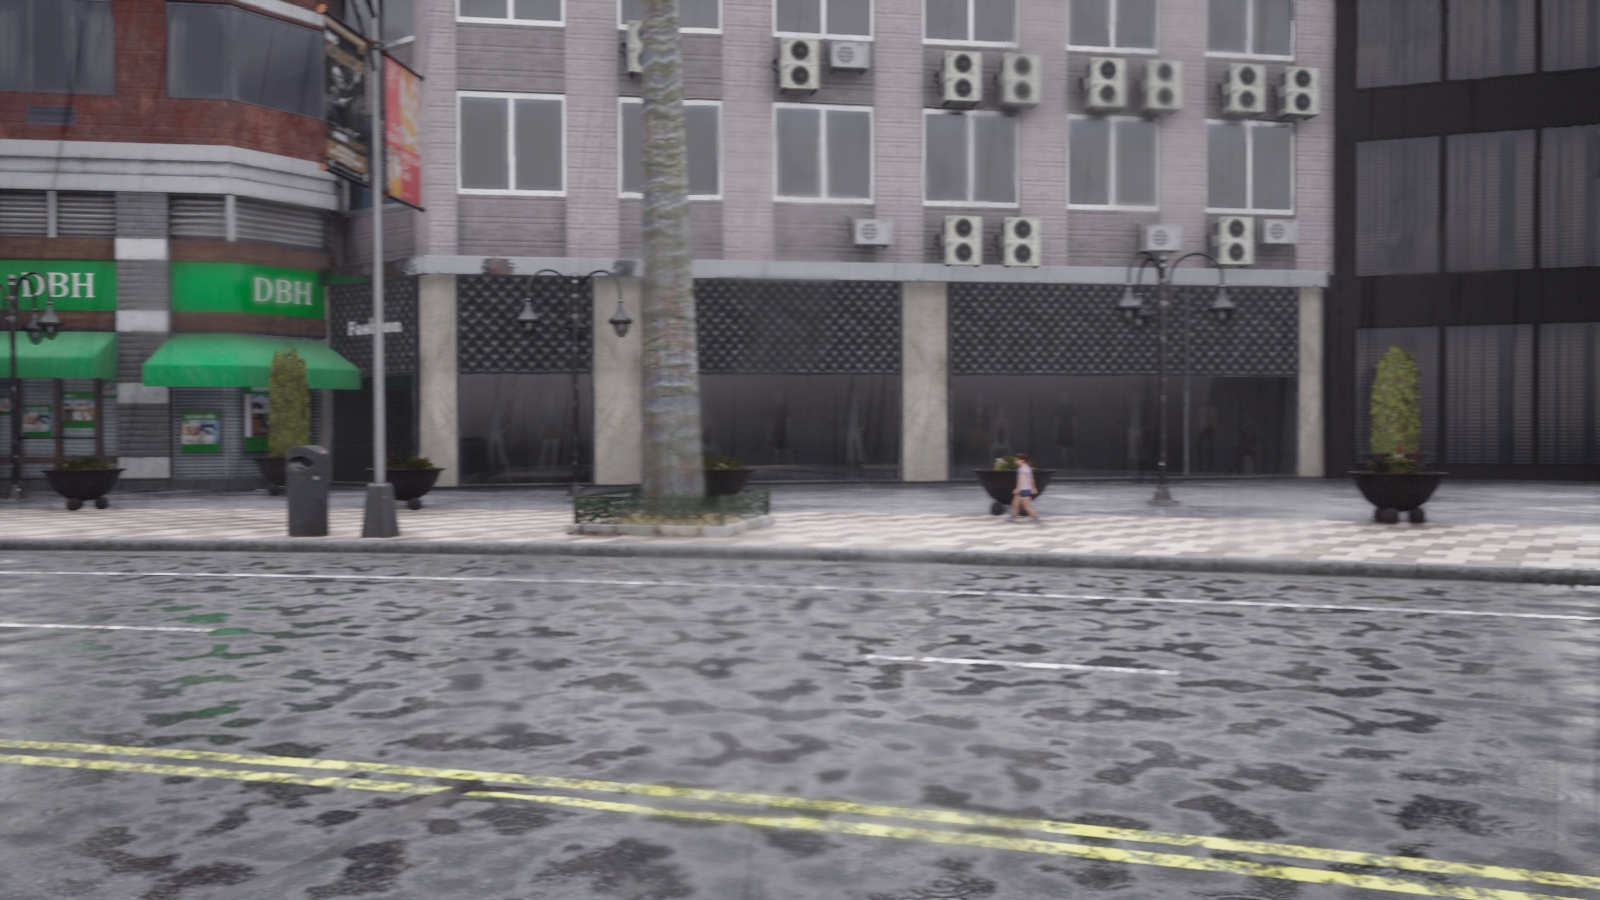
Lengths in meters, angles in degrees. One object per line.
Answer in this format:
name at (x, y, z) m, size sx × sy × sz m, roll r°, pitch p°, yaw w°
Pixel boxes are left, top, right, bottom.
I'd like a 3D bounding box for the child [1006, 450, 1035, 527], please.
child at (3.242, 0.559, 18.454) m, size 0.394 × 1.110 × 0.255 m, roll 0°, pitch 1°, yaw 16°
